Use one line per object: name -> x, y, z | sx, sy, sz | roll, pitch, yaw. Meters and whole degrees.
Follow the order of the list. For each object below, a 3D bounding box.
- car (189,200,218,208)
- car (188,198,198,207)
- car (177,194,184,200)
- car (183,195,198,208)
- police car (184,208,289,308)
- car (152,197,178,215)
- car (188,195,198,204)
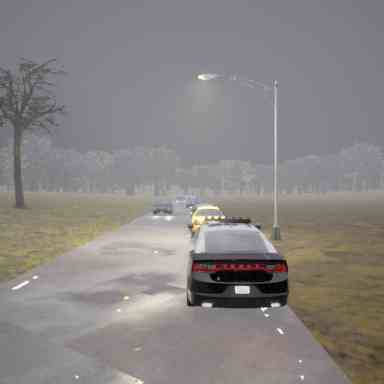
car -> 0.866, 1.438, 18.197 | 1.801, 1.575, 5.366 | 0, 0, 0
car -> 0.879, 1.452, 24.008 | 1.882, 1.535, 5.008 | 0, 0, 0
car -> -2.574, 1.255, 77.835 | 1.882, 1.535, 5.008 | 0, 0, 0
car -> 0.139, 1.466, 45.845 | 2.033, 1.411, 5.357 | 0, 0, 1
police car -> 0.843, 1.420, 8.117 | 1.930, 1.638, 5.238 | 0, 0, 0
car -> -2.774, 1.503, 33.061 | 2.033, 1.411, 5.357 | 0, 0, 0
car -> 0.143, 1.372, 63.165 | 1.812, 1.442, 4.674 | 0, 0, 0
